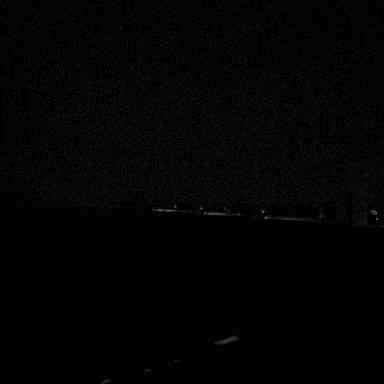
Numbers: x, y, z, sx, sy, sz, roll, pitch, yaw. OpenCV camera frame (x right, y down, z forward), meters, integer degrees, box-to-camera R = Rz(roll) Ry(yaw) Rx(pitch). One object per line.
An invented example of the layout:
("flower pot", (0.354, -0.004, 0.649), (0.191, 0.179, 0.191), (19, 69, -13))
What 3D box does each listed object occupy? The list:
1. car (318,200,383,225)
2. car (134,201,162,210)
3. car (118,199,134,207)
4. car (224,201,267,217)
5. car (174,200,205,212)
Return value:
("car", (11.867, 1.412, 24.665), (2.097, 1.767, 4.553), (1, -1, -39))
("car", (-6.387, 1.927, 49.706), (1.895, 1.301, 4.718), (1, -1, -35))
("car", (-12.371, 2.012, 62.971), (1.882, 1.535, 5.008), (1, -2, -36))
("car", (5.304, 1.632, 33.441), (2.128, 1.511, 4.902), (1, -1, -36))
("car", (-0.321, 1.717, 41.244), (2.128, 1.511, 4.902), (1, -1, -36))
